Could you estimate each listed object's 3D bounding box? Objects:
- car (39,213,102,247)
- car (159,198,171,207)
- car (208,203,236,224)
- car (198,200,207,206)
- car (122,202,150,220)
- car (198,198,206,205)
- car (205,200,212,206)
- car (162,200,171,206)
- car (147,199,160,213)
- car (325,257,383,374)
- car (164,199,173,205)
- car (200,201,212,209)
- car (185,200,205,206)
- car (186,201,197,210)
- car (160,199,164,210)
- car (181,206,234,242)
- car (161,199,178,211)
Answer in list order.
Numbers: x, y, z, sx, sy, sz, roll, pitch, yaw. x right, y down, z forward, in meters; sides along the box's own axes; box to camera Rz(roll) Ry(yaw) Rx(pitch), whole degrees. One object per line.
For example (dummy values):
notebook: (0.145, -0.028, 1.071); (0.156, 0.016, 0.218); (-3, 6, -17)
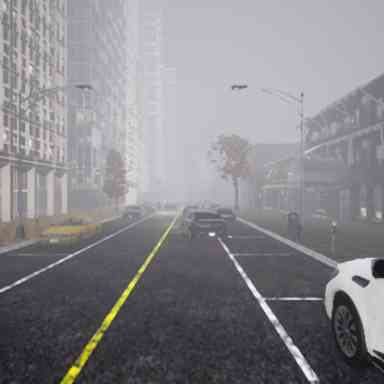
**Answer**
car: (-5.712, 1.724, 16.145); (1.752, 1.417, 4.829); (-1, -1, 0)
car: (-5.920, 2.205, 72.754); (2.192, 1.841, 5.009); (-1, -1, 0)
car: (2.603, 1.902, 27.571); (1.947, 1.339, 4.313); (-1, -1, 0)
car: (2.457, 2.524, 78.363); (1.947, 1.339, 4.313); (-1, -1, 0)
car: (-5.761, 1.972, 33.245); (1.947, 1.339, 4.313); (-1, -1, 0)
car: (2.439, 2.468, 84.008); (1.967, 1.590, 4.097); (-1, -1, 0)
car: (2.570, 2.018, 38.858); (1.887, 1.381, 4.507); (-1, -1, 0)
car: (-5.927, 2.542, 78.394); (1.802, 1.307, 4.206); (-1, -1, 0)
car: (-5.795, 1.984, 44.534); (1.967, 1.590, 4.097); (-1, -1, 0)
car: (3.101, 1.262, 2.719); (2.150, 2.045, 5.566); (0, -1, 0)
car: (-5.940, 2.596, 84.038); (1.947, 1.339, 4.313); (-1, -1, 0)
car: (2.505, 2.315, 61.432); (1.947, 1.339, 4.313); (-1, -1, 0)
car: (-0.006, 1.925, 35.472); (2.128, 1.511, 4.902); (0, -1, 0)
car: (-0.063, 2.304, 57.641); (1.895, 1.301, 4.718); (0, -1, 0)
car: (-5.825, 2.247, 55.820); (1.947, 1.339, 4.313); (-1, -1, 0)
car: (0.579, 1.719, 17.636); (1.837, 1.490, 4.892); (0, -1, -8)
car: (-3.205, 2.228, 51.457); (1.895, 1.301, 4.718); (0, -1, 0)
